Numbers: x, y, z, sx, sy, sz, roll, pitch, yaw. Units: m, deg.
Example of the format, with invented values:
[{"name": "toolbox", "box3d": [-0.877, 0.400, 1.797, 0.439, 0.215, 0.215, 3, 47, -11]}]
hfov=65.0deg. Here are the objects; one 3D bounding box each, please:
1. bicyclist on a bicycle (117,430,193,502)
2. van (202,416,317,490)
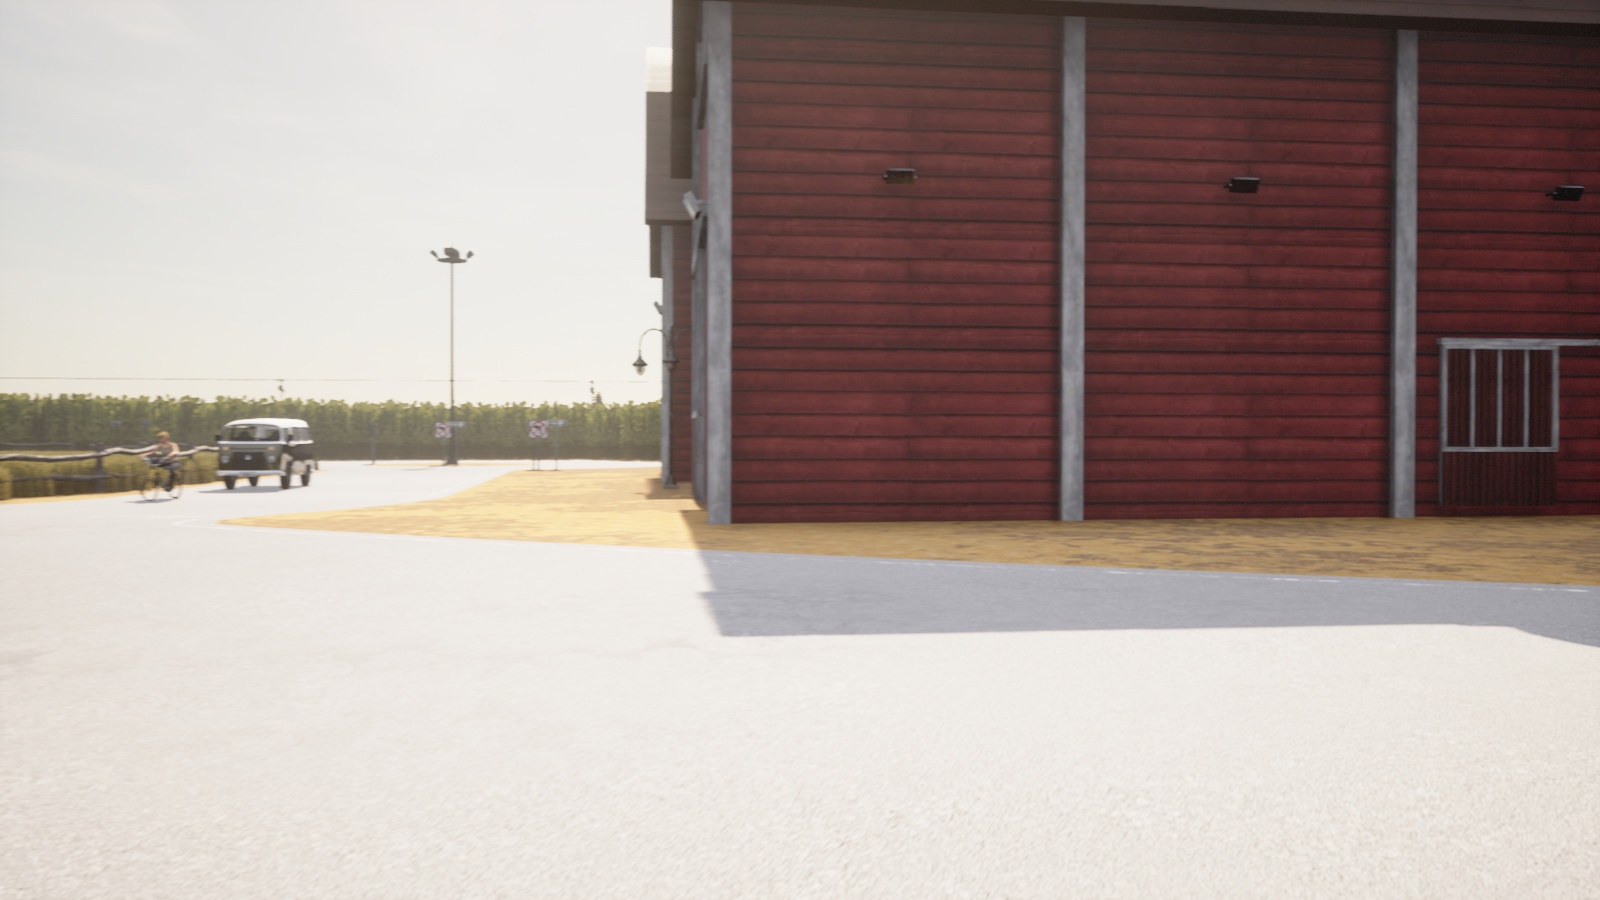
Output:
[{"name": "bicyclist on a bicycle", "box3d": [-15.011, 0.347, 29.258, 0.866, 1.612, 1.509, 0, 1, 7]}, {"name": "van", "box3d": [-15.660, 0.061, 36.620, 2.069, 2.038, 4.480, 0, 1, -9]}]
